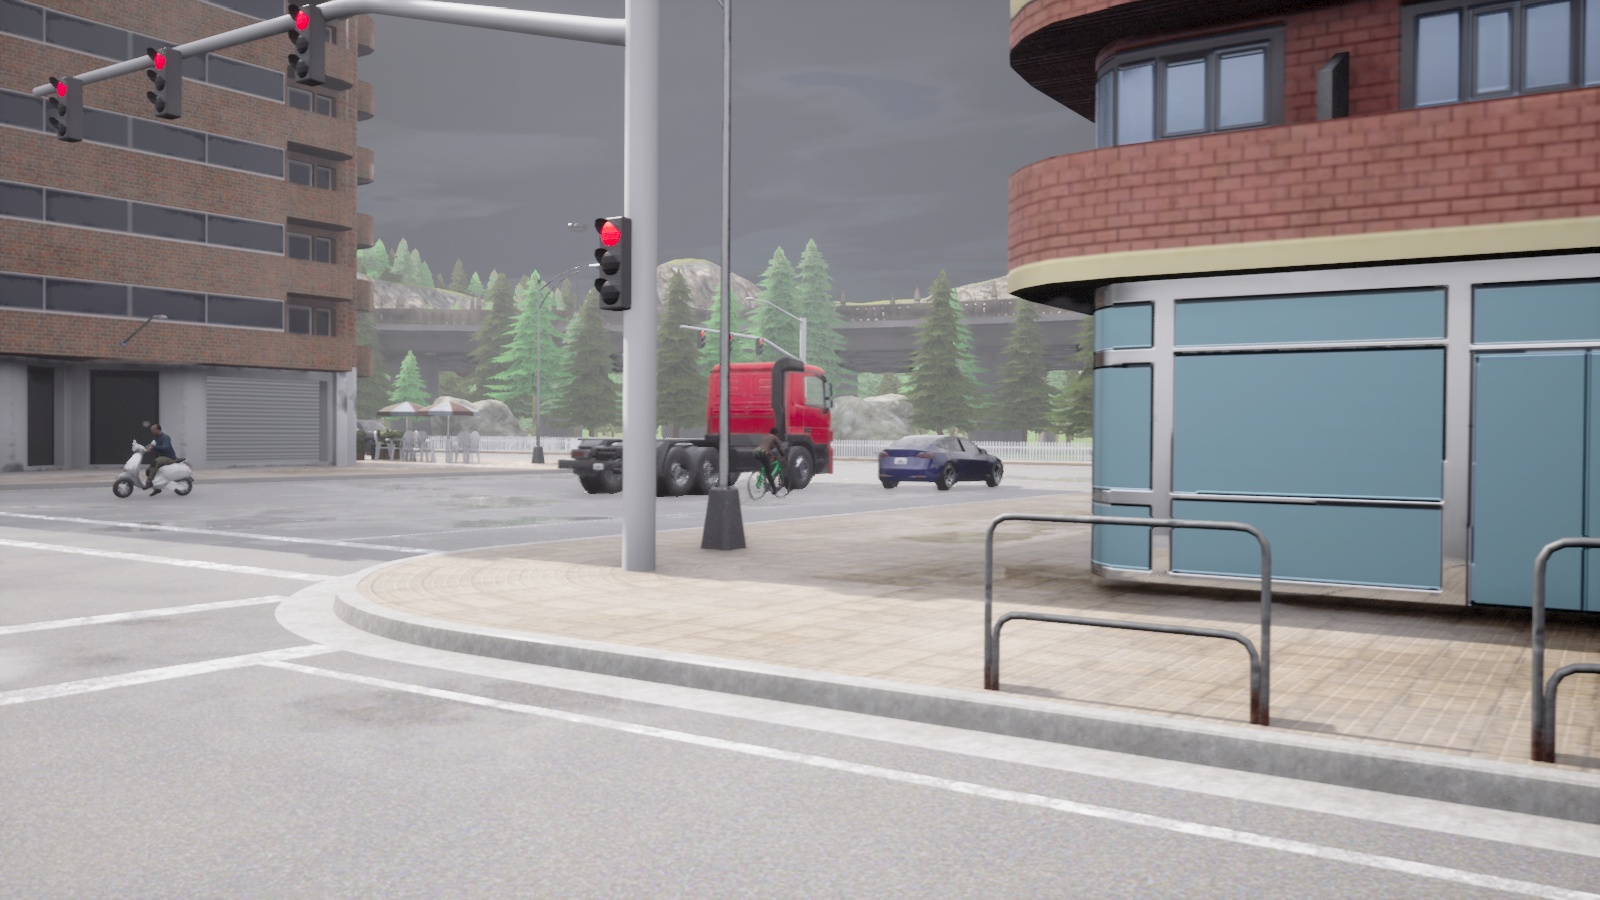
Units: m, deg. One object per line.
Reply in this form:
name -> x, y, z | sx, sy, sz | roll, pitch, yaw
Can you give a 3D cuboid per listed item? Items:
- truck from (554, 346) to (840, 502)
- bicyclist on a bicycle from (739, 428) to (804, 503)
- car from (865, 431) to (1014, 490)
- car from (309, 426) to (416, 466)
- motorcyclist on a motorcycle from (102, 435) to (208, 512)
truck -> -2.332, -0.632, 31.905 | 2.891, 3.462, 7.936 | 0, 1, 34
bicyclist on a bicycle -> -0.622, 0.332, 28.172 | 0.582, 1.620, 1.656 | 0, 1, 34
car -> 3.977, 0.245, 35.017 | 2.163, 1.488, 4.792 | 0, 1, 34
car -> -23.570, -0.218, 67.645 | 5.566, 2.045, 2.150 | 0, 1, 27
motorcyclist on a motorcycle -> -13.935, 0.485, 27.183 | 0.866, 1.590, 1.817 | 0, 1, 34
